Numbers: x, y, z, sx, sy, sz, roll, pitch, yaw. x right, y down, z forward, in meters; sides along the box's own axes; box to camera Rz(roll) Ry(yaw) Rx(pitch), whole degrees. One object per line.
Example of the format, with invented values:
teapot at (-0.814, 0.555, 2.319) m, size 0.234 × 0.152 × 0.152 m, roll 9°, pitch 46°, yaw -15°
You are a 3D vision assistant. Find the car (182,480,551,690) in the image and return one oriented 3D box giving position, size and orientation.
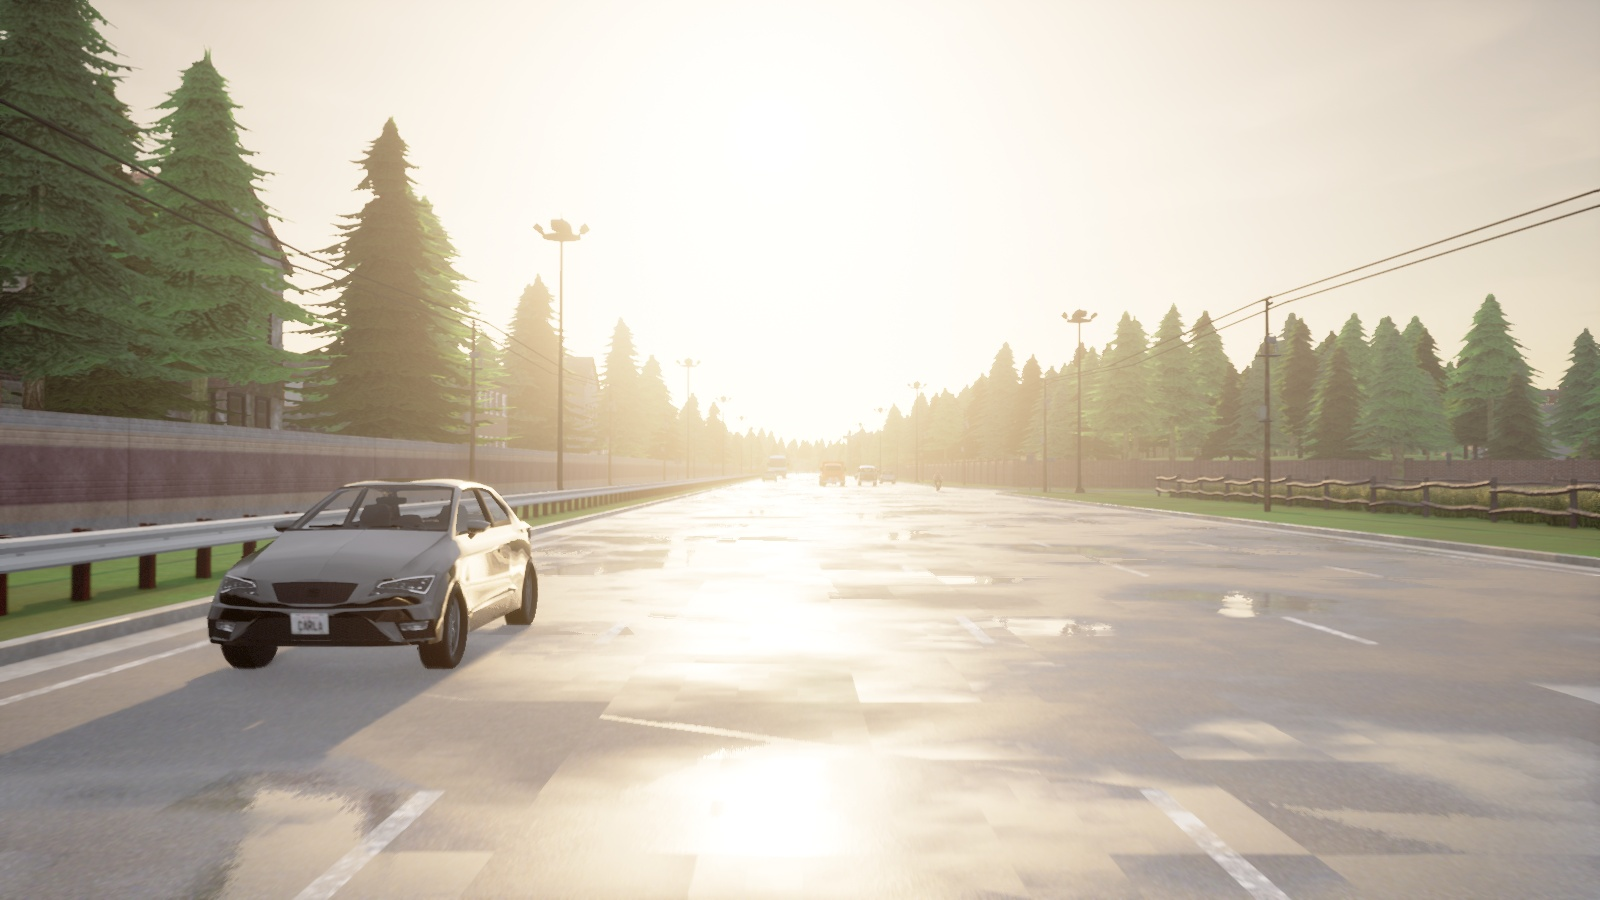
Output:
car at (-3.527, 1.017, 11.113) m, size 1.816 × 1.474 × 4.193 m, roll 0°, pitch -1°, yaw 0°
